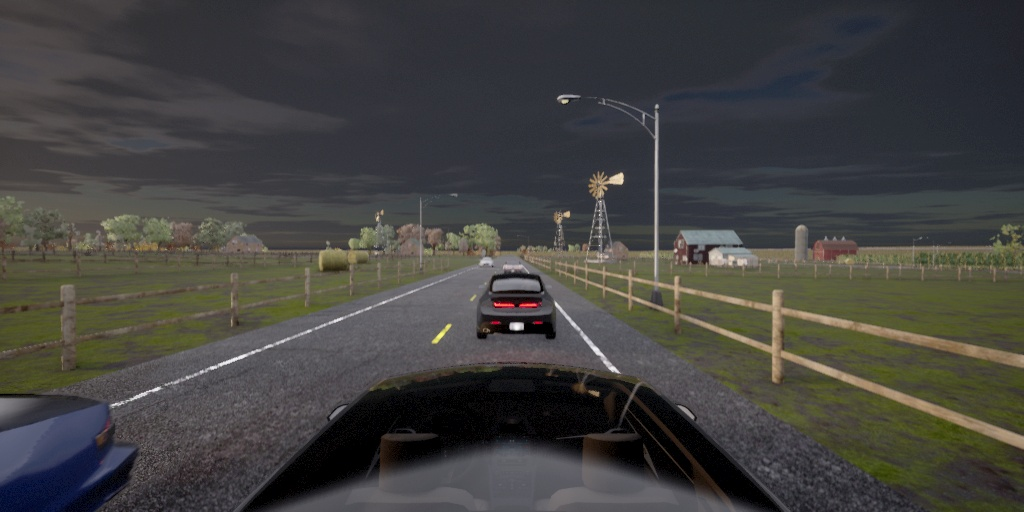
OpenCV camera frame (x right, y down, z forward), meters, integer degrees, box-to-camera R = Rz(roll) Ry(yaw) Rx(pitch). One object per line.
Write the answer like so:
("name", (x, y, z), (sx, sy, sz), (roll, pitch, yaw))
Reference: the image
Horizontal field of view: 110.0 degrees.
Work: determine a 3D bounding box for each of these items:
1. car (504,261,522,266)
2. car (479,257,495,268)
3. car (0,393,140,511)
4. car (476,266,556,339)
("car", (0.093, 1.113, 36.225), (1.895, 1.301, 4.718), (0, 0, 0))
("car", (-3.555, 0.937, 51.044), (1.812, 1.442, 4.674), (0, 0, 0))
("car", (-3.599, 1.309, 0.110), (2.033, 1.411, 5.357), (0, 0, 0))
("car", (0.099, 1.198, 9.855), (1.837, 1.490, 4.892), (0, 0, 0))
